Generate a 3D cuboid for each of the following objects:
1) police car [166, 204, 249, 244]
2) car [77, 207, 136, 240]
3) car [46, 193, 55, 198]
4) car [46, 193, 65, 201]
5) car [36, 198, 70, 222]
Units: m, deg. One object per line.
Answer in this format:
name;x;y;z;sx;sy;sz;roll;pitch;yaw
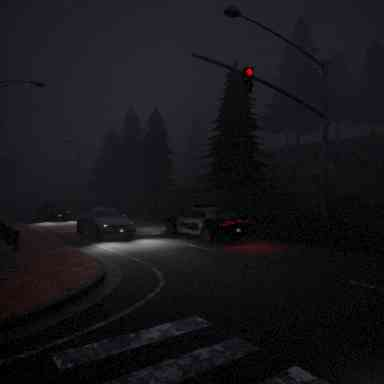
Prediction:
police car;0.503;1.435;16.328;1.930;1.638;5.238;0;0;-35
car;-4.634;1.537;17.436;1.812;1.442;4.674;0;0;-35
car;-29.630;1.151;74.683;4.605;1.855;1.932;0;0;-36
car;-31.411;1.153;76.499;3.866;1.878;1.905;0;0;-36
car;-11.290;1.517;26.912;1.837;1.490;4.892;0;0;-35
